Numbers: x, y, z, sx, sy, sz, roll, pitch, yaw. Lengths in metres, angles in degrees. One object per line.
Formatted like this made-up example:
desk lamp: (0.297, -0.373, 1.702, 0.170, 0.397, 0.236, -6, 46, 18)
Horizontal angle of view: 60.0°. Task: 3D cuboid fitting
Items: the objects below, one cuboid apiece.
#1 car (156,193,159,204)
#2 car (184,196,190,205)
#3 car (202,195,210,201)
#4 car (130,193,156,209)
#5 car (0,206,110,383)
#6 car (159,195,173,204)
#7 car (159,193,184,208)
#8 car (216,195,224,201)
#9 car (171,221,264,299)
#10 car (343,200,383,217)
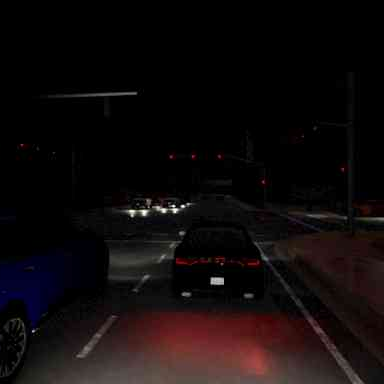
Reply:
car: (-5.900, 1.221, 55.576, 2.150, 2.045, 5.566, 0, 0, 5)
car: (-2.139, 1.352, 58.536, 2.097, 1.767, 4.553, 0, 0, 5)
car: (3.561, 1.524, 84.681, 1.812, 1.442, 4.674, 0, 0, 5)
car: (-6.767, 1.221, 45.265, 2.150, 2.045, 5.566, 0, 0, 3)
car: (-3.081, 1.221, 5.436, 2.150, 2.045, 5.566, 0, 0, 3)
car: (-5.036, 1.478, 65.621, 1.882, 1.535, 5.008, 0, 0, 5)
car: (-2.940, 1.221, 48.879, 2.150, 2.045, 5.566, 0, 0, 4)
car: (7.078, 1.553, 84.746, 1.994, 1.385, 4.181, 0, 0, 5)
car: (0.636, 1.478, 8.549, 1.882, 1.535, 5.008, 0, 0, 4)
car: (16.717, 1.478, 30.924, 5.008, 1.535, 1.882, 0, 0, 5)
